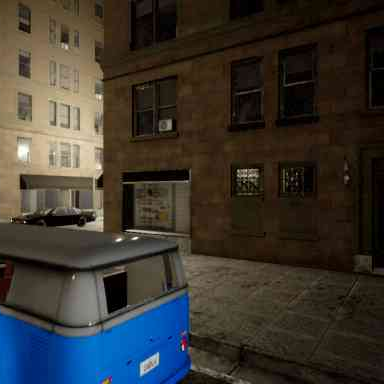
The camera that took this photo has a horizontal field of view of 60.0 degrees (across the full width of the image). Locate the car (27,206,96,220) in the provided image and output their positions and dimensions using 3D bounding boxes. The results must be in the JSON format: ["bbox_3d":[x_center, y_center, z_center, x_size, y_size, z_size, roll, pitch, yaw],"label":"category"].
[{"bbox_3d":[-8.757,1.627,21.480,2.033,1.411,5.357,0,0,33],"label":"car"}]

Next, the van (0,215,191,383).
[{"bbox_3d":[-1.937,1.341,4.067,3.998,1.788,1.690,0,0,33],"label":"van"}]
